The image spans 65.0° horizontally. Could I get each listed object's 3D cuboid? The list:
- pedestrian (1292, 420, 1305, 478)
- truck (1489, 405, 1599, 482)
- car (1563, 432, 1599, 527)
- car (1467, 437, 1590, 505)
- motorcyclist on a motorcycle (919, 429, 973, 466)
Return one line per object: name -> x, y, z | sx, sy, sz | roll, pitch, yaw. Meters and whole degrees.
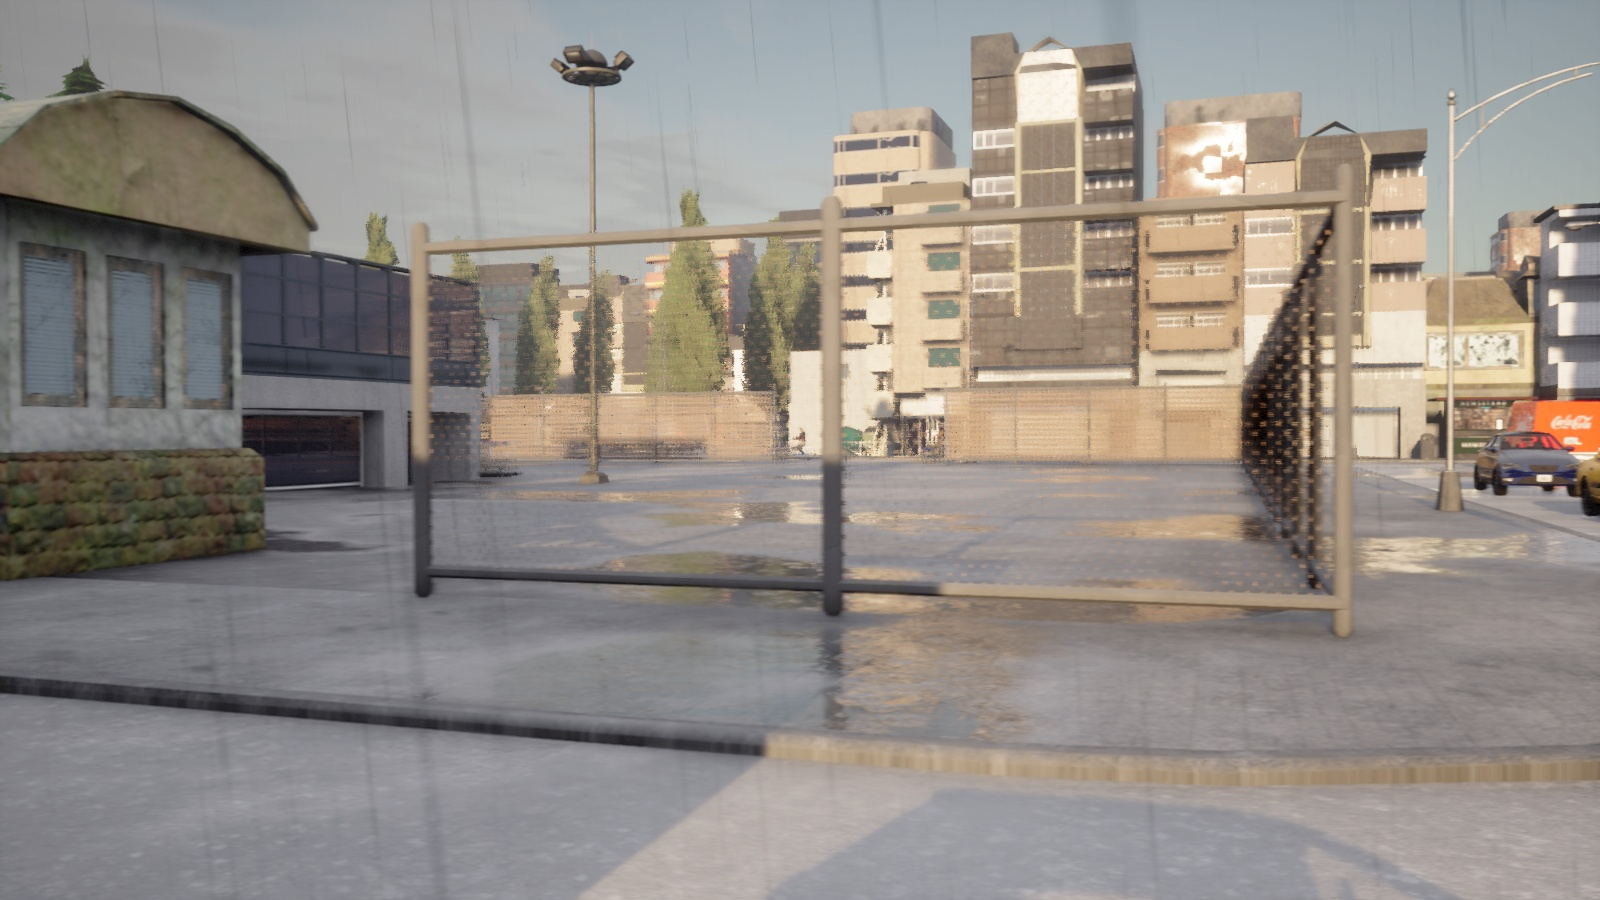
pedestrian -> 15.770, -0.035, 39.738 | 0.331, 1.846, 0.636 | 1, 1, 20
truck -> 26.031, -0.255, 43.647 | 2.627, 2.467, 5.204 | 1, 1, 17
car -> 14.173, 0.491, 20.703 | 1.801, 1.575, 5.366 | 1, 1, 21
car -> 17.247, 0.431, 29.914 | 1.816, 1.474, 4.193 | 1, 1, 20
motorcyclist on a motorcycle -> 6.735, -0.118, 57.978 | 2.350, 1.649, 0.766 | 1, 1, 19
